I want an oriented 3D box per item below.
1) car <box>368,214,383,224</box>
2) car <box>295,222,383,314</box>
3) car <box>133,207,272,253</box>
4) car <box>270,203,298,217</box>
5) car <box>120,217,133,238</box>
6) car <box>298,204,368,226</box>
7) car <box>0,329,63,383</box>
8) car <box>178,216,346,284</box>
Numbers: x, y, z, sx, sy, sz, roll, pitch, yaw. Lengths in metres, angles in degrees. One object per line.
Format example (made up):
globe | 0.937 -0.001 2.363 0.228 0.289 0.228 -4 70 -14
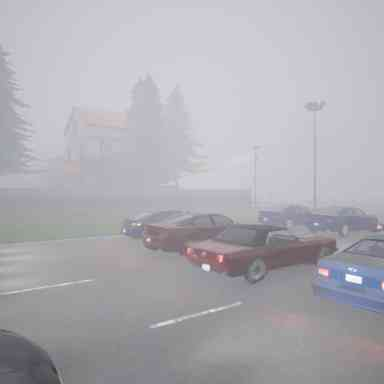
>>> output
car | 10.526 1.601 15.576 4.718 1.301 1.895 0 0 -36
car | 4.835 1.547 7.204 5.357 1.411 2.033 0 0 -35
car | 0.538 1.478 12.752 5.008 1.535 1.882 0 0 -35
car | 6.383 1.478 21.218 5.008 1.535 1.882 0 0 -36
car | -1.087 1.526 15.885 4.674 1.442 1.812 0 0 -36
car | 8.326 1.478 18.307 5.008 1.535 1.882 0 0 -36
car | -3.154 1.492 1.512 4.902 1.511 2.128 0 0 -35
car | 2.163 1.601 9.611 4.718 1.301 1.895 0 0 -35
